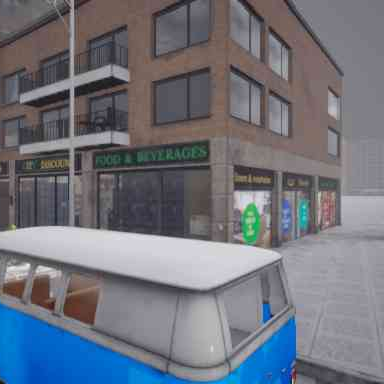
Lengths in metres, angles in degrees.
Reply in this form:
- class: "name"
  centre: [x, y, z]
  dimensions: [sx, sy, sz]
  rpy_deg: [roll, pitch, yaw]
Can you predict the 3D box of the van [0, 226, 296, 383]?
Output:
- class: "van"
  centre: [-0.943, 1.341, 3.533]
  dimensions: [3.998, 1.788, 1.690]
  rpy_deg: [0, 0, 36]
